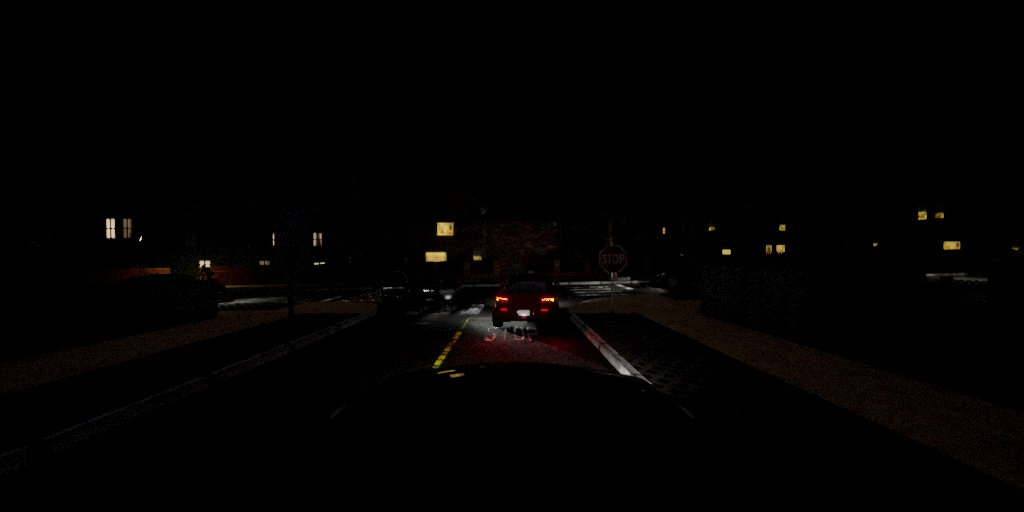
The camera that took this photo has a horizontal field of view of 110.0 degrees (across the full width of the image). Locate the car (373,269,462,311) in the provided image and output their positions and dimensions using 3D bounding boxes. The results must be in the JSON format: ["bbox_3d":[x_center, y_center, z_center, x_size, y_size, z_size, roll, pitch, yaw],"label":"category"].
[{"bbox_3d":[-3.986,1.280,14.716,2.128,1.511,4.902,1,-2,-44],"label":"car"}]

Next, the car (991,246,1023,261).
[{"bbox_3d":[31.437,0.162,20.774,5.566,2.045,2.150,-1,1,0],"label":"car"}]

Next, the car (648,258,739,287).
[{"bbox_3d":[10.472,0.912,20.734,5.008,1.535,1.882,-1,1,-1],"label":"car"}]

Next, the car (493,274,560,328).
[{"bbox_3d":[0.537,1.276,11.372,1.812,1.442,4.674,0,0,6],"label":"car"}]

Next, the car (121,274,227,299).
[{"bbox_3d":[-16.962,1.631,17.789,4.892,1.490,1.837,-1,1,0],"label":"car"}]

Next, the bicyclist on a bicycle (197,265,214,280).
[{"bbox_3d":[-20.158,1.415,23.630,0.582,1.620,1.656,-1,1,0],"label":"bicyclist on a bicycle"}]

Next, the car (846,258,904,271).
[{"bbox_3d":[20.599,0.797,20.778,4.718,1.301,1.895,-1,1,0],"label":"car"}]
